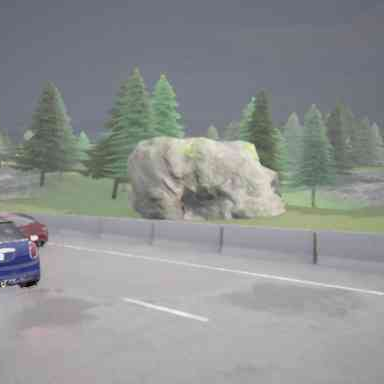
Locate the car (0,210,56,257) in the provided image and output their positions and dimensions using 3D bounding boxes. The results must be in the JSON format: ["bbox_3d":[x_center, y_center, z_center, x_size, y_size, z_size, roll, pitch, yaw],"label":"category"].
[{"bbox_3d":[-7.833,1.581,13.854,4.674,1.442,1.812,0,0,35],"label":"car"}]

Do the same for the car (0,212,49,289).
[{"bbox_3d":[-5.721,1.381,8.058,4.553,1.767,2.097,0,0,35],"label":"car"}]
